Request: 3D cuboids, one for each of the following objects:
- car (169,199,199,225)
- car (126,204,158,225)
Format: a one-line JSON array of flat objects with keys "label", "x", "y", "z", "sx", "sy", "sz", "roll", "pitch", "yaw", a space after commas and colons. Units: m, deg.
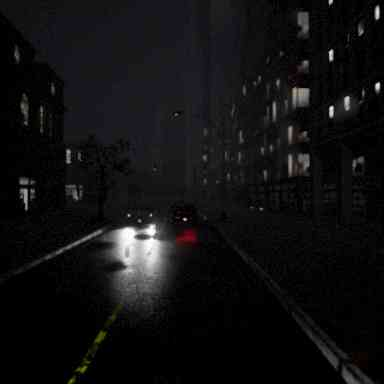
[{"label": "car", "x": -0.557, "y": 1.483, "z": 23.763, "sx": 1.837, "sy": 1.490, "sz": 4.892, "roll": 0, "pitch": 1, "yaw": -3}, {"label": "car", "x": -3.498, "y": 1.576, "z": 23.809, "sx": 1.895, "sy": 1.301, "sz": 4.718, "roll": 0, "pitch": 0, "yaw": -3}]
